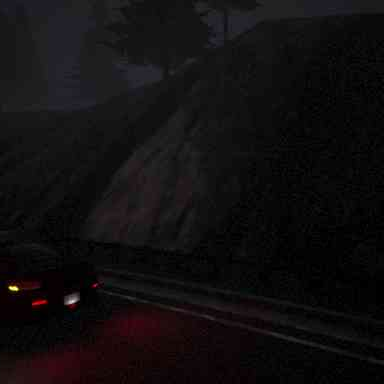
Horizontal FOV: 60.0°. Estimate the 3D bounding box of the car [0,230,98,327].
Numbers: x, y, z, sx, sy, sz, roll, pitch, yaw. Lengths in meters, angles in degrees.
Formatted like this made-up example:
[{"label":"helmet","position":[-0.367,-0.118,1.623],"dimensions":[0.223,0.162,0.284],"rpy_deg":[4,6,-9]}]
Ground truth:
[{"label":"car","position":[-3.827,1.462,6.322],"dimensions":[4.674,1.442,1.812],"rpy_deg":[0,0,31]}]
